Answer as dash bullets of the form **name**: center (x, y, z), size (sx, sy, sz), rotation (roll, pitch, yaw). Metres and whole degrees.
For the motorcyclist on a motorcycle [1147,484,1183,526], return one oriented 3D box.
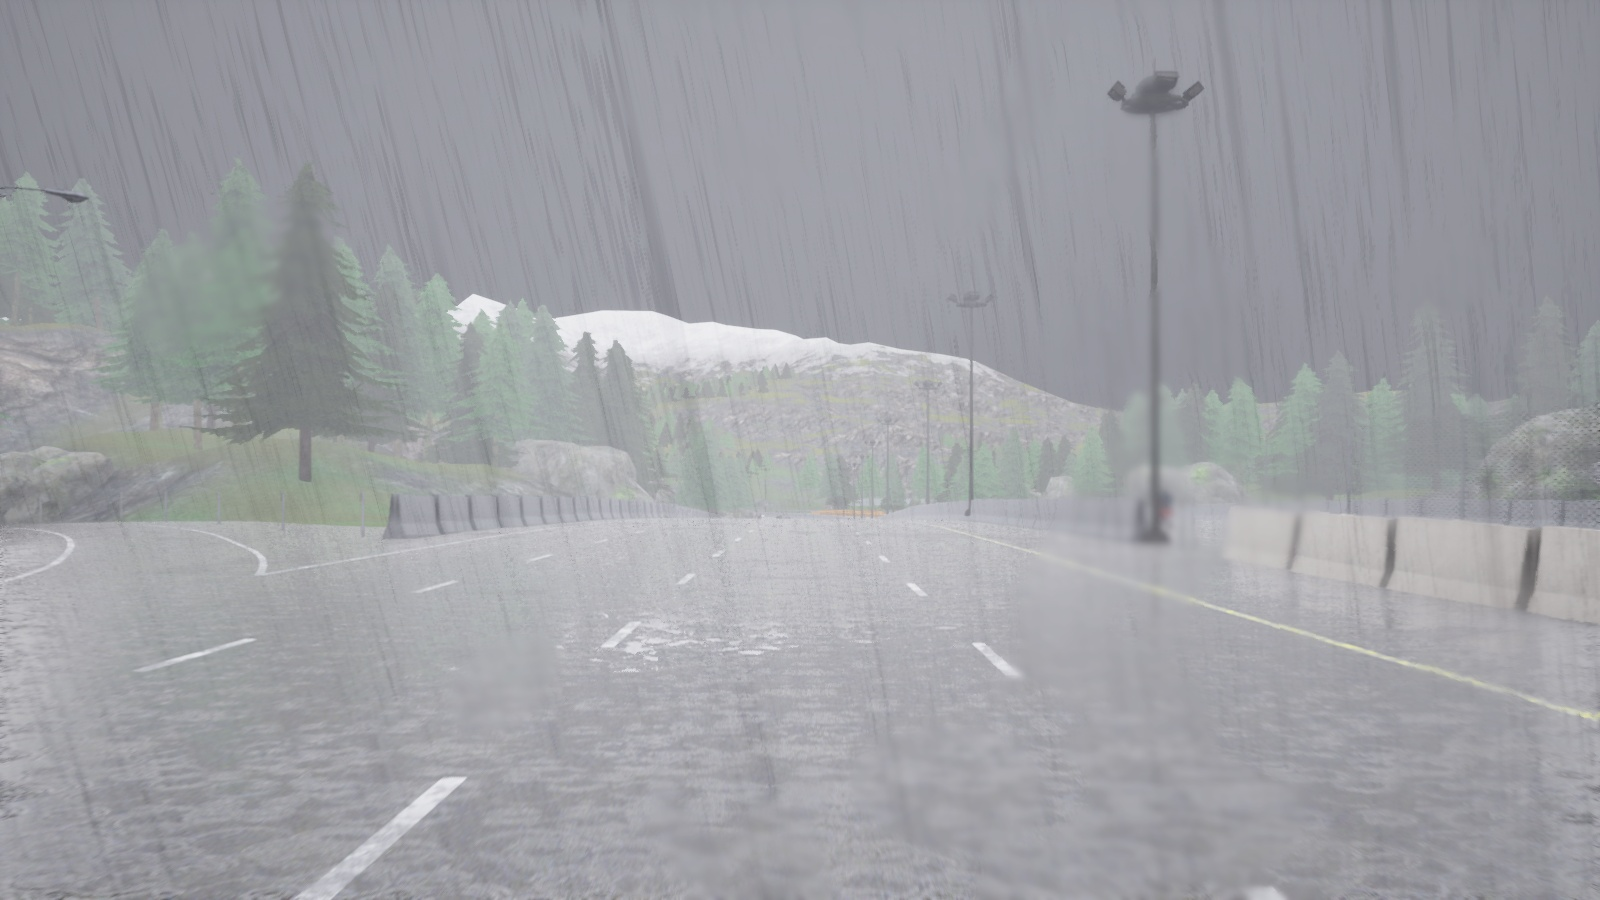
- **motorcyclist on a motorcycle**: center (14.224, 2.136, 48.998), size (0.866, 1.590, 1.817), rotation (0, -2, 1)
